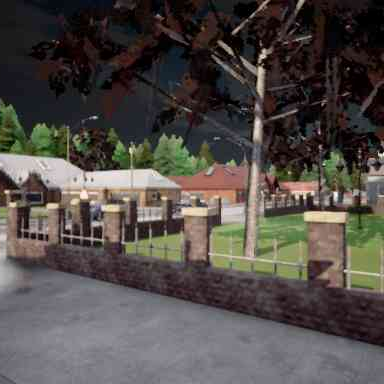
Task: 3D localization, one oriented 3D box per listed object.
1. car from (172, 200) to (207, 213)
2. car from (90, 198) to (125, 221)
[{"bbox_3d":[-0.351,1.543,36.271,2.033,1.411,5.357,0,0,36],"label":"car"},{"bbox_3d":[-7.040,1.348,26.940,2.097,1.767,4.553,0,0,36],"label":"car"}]
